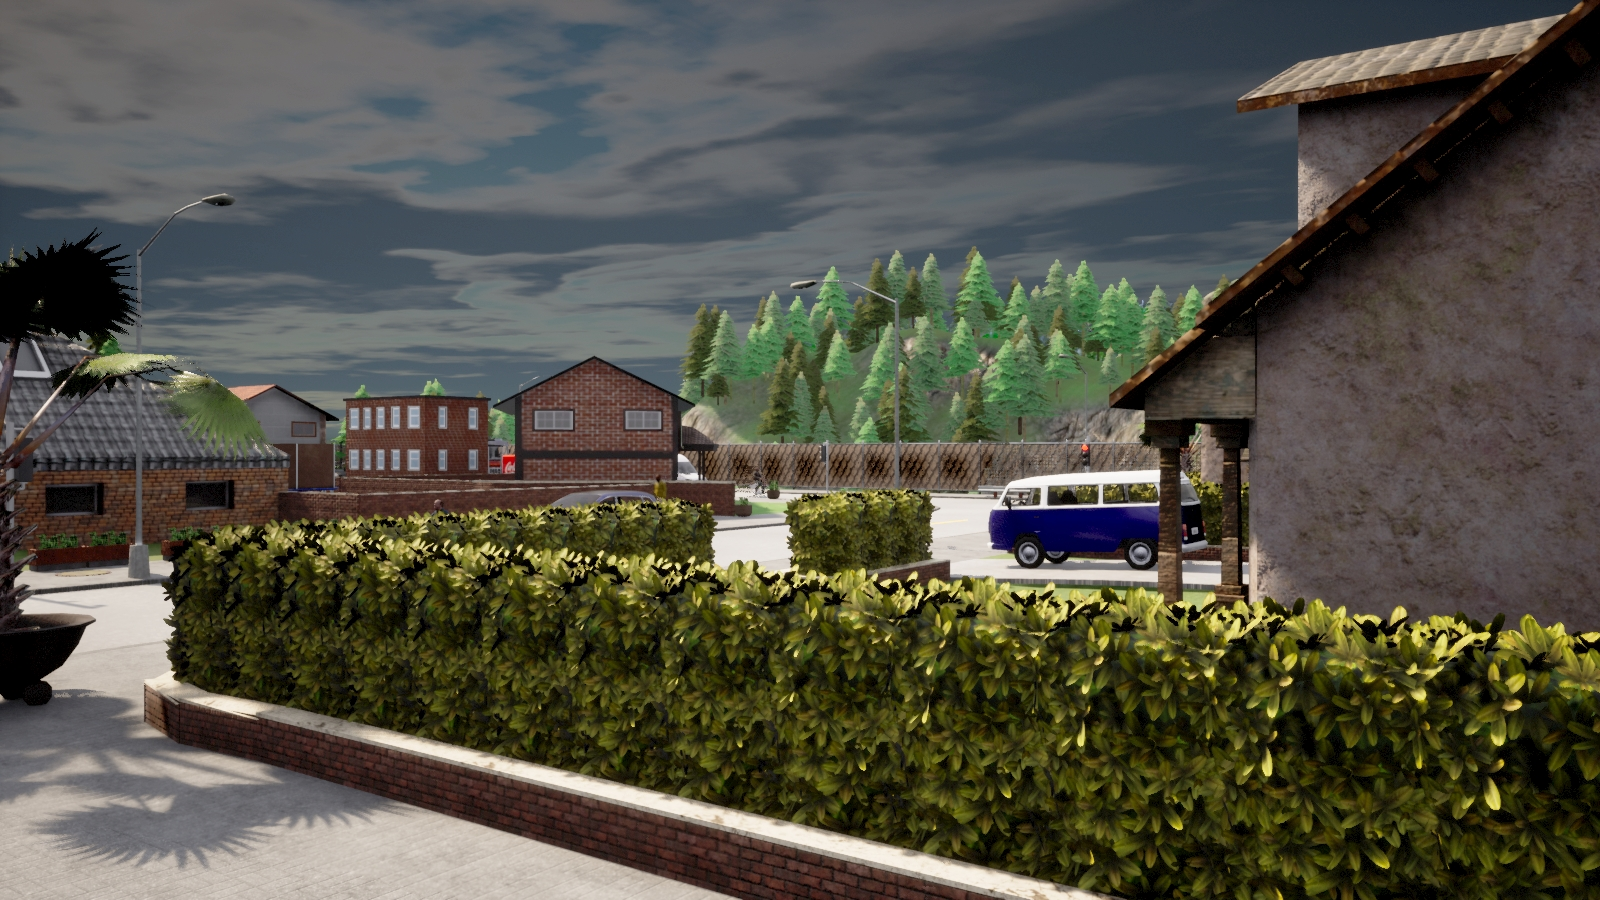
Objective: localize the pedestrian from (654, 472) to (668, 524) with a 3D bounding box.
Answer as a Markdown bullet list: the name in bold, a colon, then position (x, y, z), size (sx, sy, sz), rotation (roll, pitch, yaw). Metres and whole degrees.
- **pedestrian**: position (-5.015, 1.732, 41.182), size (0.375, 1.860, 0.375), rotation (0, 0, 29)

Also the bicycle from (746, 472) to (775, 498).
- **bicycle**: position (-2.314, 2.045, 66.498), size (1.835, 1.471, 0.329), rotation (0, 0, 35)

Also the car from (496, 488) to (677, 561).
- **car**: position (-5.756, 1.958, 31.296), size (2.242, 1.667, 4.611), rotation (0, 0, 35)
